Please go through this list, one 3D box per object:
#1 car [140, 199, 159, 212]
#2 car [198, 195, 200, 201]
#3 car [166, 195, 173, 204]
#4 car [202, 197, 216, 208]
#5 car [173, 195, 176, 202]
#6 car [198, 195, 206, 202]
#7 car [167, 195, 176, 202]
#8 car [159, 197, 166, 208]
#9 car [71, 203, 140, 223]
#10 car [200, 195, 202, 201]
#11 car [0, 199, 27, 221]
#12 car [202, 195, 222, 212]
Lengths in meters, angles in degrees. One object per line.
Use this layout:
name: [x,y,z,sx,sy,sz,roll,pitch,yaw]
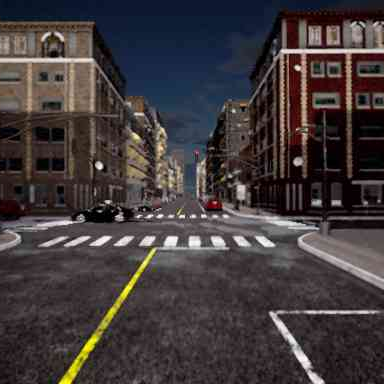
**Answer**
car: [-5.666,1.697,41.839,1.947,1.339,4.313,1,0,0]
car: [2.725,1.912,86.026,1.947,1.339,4.313,1,0,0]
car: [-5.659,1.806,69.457,2.008,1.369,4.403,1,0,0]
car: [2.719,1.614,52.889,1.967,1.590,4.097,1,0,0]
car: [-5.656,1.928,86.026,1.802,1.307,4.206,1,0,0]
car: [2.730,1.694,91.552,2.192,1.841,5.009,1,0,0]
car: [-5.650,1.694,91.552,2.192,1.841,5.009,1,0,0]
car: [-5.663,1.719,52.888,1.887,1.381,4.507,1,0,0]
car: [-6.752,1.674,25.486,4.892,1.490,1.837,0,-1,0]
car: [2.720,1.467,47.365,2.192,1.841,5.009,1,0,0]
car: [-16.720,1.497,28.200,5.009,1.841,2.192,0,-1,0]
car: [2.719,1.446,41.841,2.192,1.841,5.009,1,0,0]
